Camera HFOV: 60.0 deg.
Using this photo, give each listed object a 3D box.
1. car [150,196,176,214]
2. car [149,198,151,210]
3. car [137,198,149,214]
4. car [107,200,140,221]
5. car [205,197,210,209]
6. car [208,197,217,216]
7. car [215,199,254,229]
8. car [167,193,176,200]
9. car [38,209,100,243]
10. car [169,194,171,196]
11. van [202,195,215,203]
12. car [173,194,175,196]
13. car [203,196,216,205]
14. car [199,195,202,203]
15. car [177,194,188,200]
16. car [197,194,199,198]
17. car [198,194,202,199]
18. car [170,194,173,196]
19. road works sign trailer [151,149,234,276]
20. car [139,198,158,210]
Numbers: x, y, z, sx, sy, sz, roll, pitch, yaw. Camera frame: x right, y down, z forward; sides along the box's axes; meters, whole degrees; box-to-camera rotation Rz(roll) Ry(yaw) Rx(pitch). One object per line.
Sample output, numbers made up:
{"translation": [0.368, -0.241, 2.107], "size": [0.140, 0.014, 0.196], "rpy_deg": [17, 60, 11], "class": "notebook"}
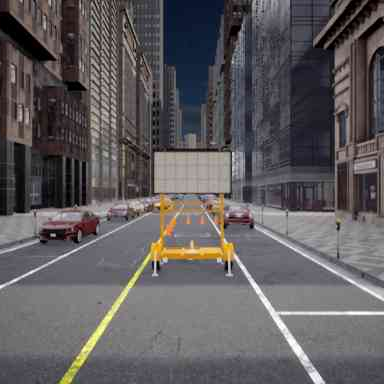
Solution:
{"translation": [-3.063, 1.483, 36.392], "size": [1.882, 1.535, 5.008], "rpy_deg": [0, 0, 0], "class": "car"}
{"translation": [-5.726, 1.447, 38.425], "size": [1.967, 1.590, 4.097], "rpy_deg": [0, 0, 0], "class": "car"}
{"translation": [-5.731, 1.531, 32.654], "size": [1.752, 1.417, 4.829], "rpy_deg": [0, 0, 0], "class": "car"}
{"translation": [-5.736, 1.586, 27.222], "size": [1.802, 1.307, 4.206], "rpy_deg": [0, 0, 0], "class": "car"}
{"translation": [2.799, 1.551, 38.427], "size": [1.887, 1.381, 4.507], "rpy_deg": [0, 0, 0], "class": "car"}
{"translation": [2.794, 1.530, 32.994], "size": [1.752, 1.417, 4.829], "rpy_deg": [0, 0, 0], "class": "car"}
{"translation": [2.785, 1.443, 21.620], "size": [1.967, 1.590, 4.097], "rpy_deg": [0, 0, 0], "class": "car"}
{"translation": [-5.677, 1.336, 94.443], "size": [2.192, 1.841, 5.009], "rpy_deg": [0, 0, 0], "class": "car"}
{"translation": [-5.746, 1.547, 16.018], "size": [1.887, 1.381, 4.507], "rpy_deg": [0, 0, 0], "class": "car"}
{"translation": [-5.702, 1.595, 66.434], "size": [1.802, 1.307, 4.206], "rpy_deg": [0, 0, 0], "class": "car"}
{"translation": [2.809, 1.350, 49.631], "size": [1.690, 1.788, 3.998], "rpy_deg": [0, 0, 0], "class": "van"}
{"translation": [-5.693, 1.582, 77.638], "size": [1.947, 1.339, 4.313], "rpy_deg": [0, 0, 0], "class": "car"}
{"translation": [2.804, 1.552, 44.028], "size": [1.887, 1.381, 4.507], "rpy_deg": [0, 0, 0], "class": "car"}
{"translation": [2.818, 1.556, 60.836], "size": [1.887, 1.381, 4.507], "rpy_deg": [0, 0, 0], "class": "car"}
{"translation": [-2.922, 1.516, 90.306], "size": [2.128, 1.511, 4.902], "rpy_deg": [0, 0, 0], "class": "car"}
{"translation": [2.838, 1.562, 83.244], "size": [1.887, 1.381, 4.507], "rpy_deg": [0, 0, 0], "class": "car"}
{"translation": [2.823, 1.453, 66.437], "size": [1.967, 1.590, 4.097], "rpy_deg": [0, 0, 0], "class": "car"}
{"translation": [-5.697, 1.455, 72.037], "size": [1.967, 1.590, 4.097], "rpy_deg": [0, 0, 0], "class": "car"}
{"translation": [0.009, 0.465, 10.303], "size": [2.380, 3.560, 2.880], "rpy_deg": [0, 0, 0], "class": "road works sign trailer"}
{"translation": [-5.722, 1.552, 44.027], "size": [1.887, 1.381, 4.507], "rpy_deg": [0, 0, 0], "class": "car"}
